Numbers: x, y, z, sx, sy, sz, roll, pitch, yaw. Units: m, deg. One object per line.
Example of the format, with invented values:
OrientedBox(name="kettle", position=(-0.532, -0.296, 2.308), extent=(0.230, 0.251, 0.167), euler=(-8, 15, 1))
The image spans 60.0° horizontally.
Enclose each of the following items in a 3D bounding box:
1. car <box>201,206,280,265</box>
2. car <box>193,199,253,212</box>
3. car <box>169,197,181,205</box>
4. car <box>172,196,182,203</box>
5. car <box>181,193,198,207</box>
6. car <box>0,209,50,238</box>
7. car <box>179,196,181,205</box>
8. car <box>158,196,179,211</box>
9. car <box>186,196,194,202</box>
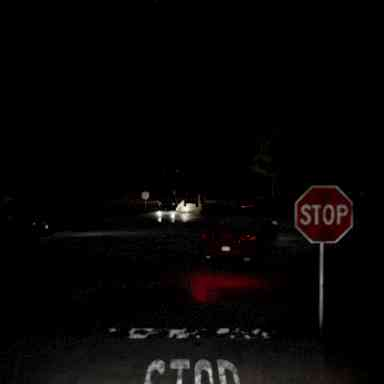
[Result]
OrientedBox(name="car", position=(1.900, 1.469, 11.860), extent=(1.882, 1.535, 5.008), euler=(-1, 0, 22))
OrientedBox(name="car", position=(2.767, 1.408, 26.634), extent=(2.128, 1.511, 4.902), euler=(-3, -1, -40))
OrientedBox(name="car", position=(-3.087, 1.595, 60.077), extent=(1.994, 1.385, 4.181), euler=(0, 0, 0))
OrientedBox(name="car", position=(-3.130, 1.564, 70.485), extent=(2.033, 1.411, 5.357), euler=(0, 0, 0))
OrientedBox(name="car", position=(-0.163, 1.240, 52.834), extent=(2.150, 2.045, 5.566), euler=(0, 0, 0))
OrientedBox(name="car", position=(-10.454, 1.697, 18.317), extent=(4.902, 1.511, 2.128), euler=(-1, 1, 0))
OrientedBox(name="car", position=(-3.062, 1.494, 50.184), extent=(1.882, 1.535, 5.008), euler=(0, 0, 0))
OrientedBox(name="car", position=(-2.992, 1.359, 40.709), extent=(2.097, 1.767, 4.553), euler=(0, 0, -1))
OrientedBox(name="car", position=(-0.451, 1.636, 81.154), extent=(1.994, 1.385, 4.181), euler=(0, 0, 0))
